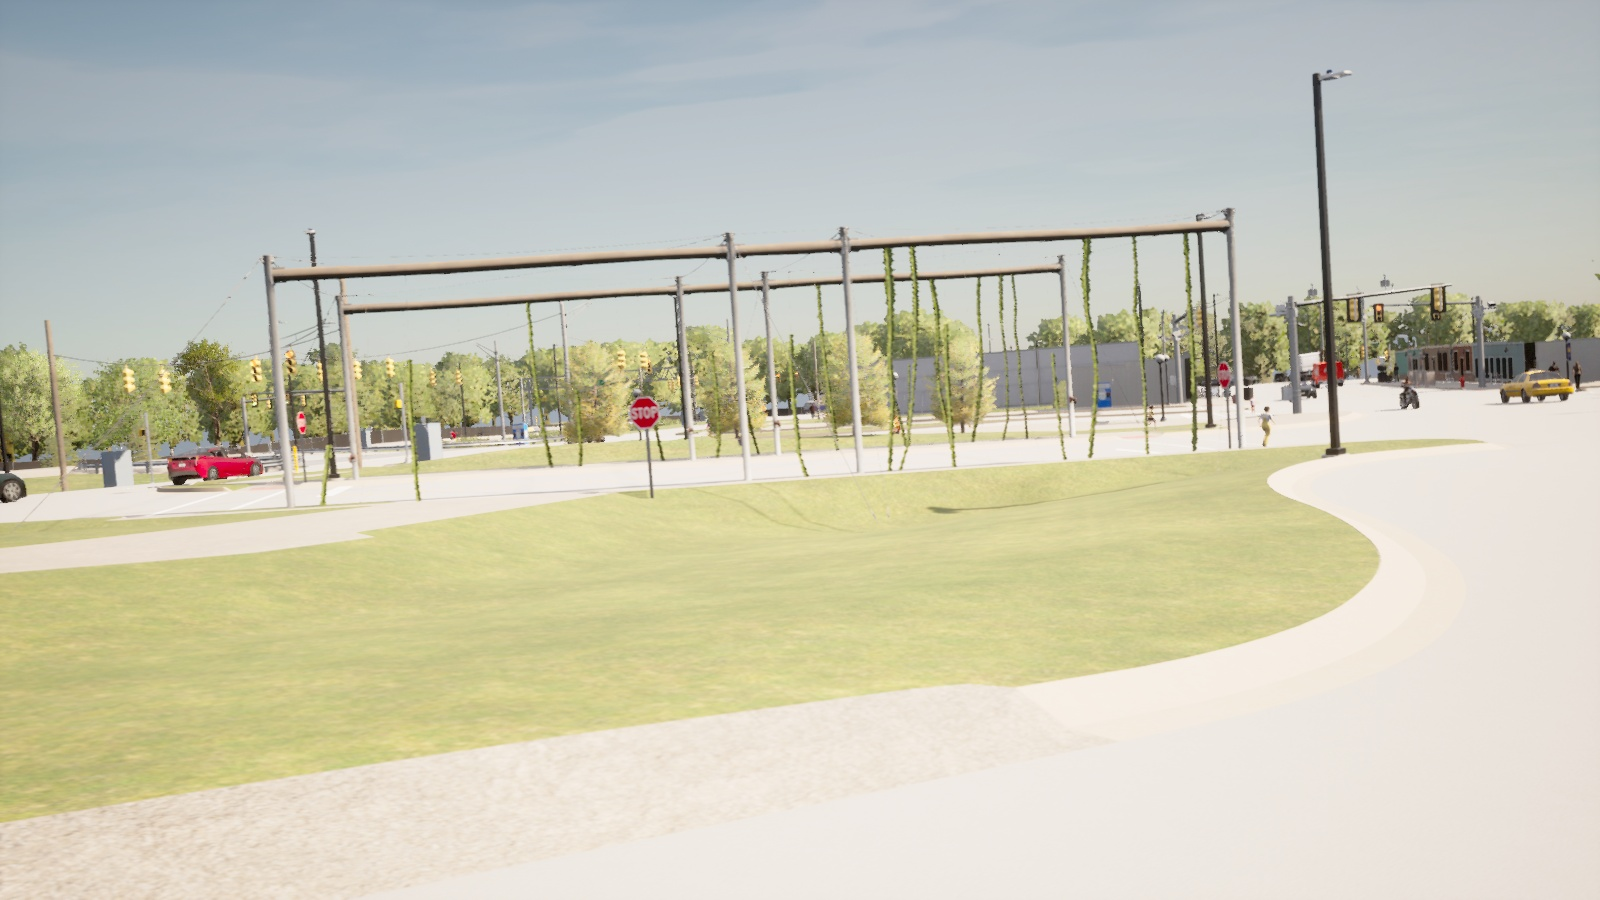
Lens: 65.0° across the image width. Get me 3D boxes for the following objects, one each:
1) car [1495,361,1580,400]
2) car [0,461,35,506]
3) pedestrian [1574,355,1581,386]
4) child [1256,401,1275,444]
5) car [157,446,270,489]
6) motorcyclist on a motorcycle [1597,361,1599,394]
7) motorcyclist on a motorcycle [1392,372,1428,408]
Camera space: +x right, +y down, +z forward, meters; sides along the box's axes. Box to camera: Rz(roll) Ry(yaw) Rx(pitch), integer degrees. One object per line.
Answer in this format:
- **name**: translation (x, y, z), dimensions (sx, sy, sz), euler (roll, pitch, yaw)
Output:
- **car**: translation (34.194, -3.181, 58.392), dimensions (1.801, 1.575, 5.366), euler (-4, 1, 13)
- **car**: translation (-28.183, 1.246, 42.126), dimensions (1.970, 1.475, 3.806), euler (-4, 2, 19)
- **pedestrian**: translation (47.682, -4.855, 77.003), dimensions (0.331, 1.846, 0.634), euler (-3, 4, 32)
- **child**: translation (13.864, -0.820, 37.431), dimensions (0.437, 1.263, 0.270), euler (-7, 4, -37)
- **car**: translation (-25.223, 0.710, 54.203), dimensions (2.007, 1.525, 4.514), euler (-4, 1, 12)
- **motorcyclist on a motorcycle**: translation (37.992, -3.413, 58.508), dimensions (0.797, 1.523, 2.044), euler (-4, 1, 15)
- **motorcyclist on a motorcycle**: translation (29.538, -2.897, 60.816), dimensions (0.766, 1.649, 2.350), euler (-5, 2, 8)
